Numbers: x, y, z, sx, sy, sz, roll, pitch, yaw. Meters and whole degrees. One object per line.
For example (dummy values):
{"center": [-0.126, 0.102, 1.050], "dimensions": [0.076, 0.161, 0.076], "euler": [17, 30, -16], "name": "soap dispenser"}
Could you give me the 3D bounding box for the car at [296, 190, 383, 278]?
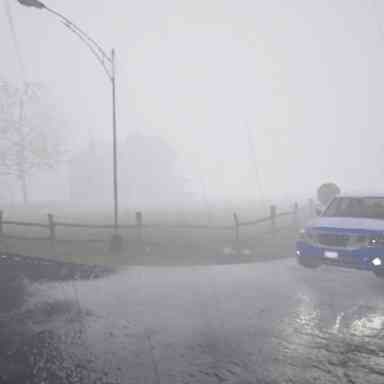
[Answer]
{"center": [5.132, 1.010, 9.739], "dimensions": [2.150, 2.045, 5.566], "euler": [-1, 2, 44], "name": "car"}
